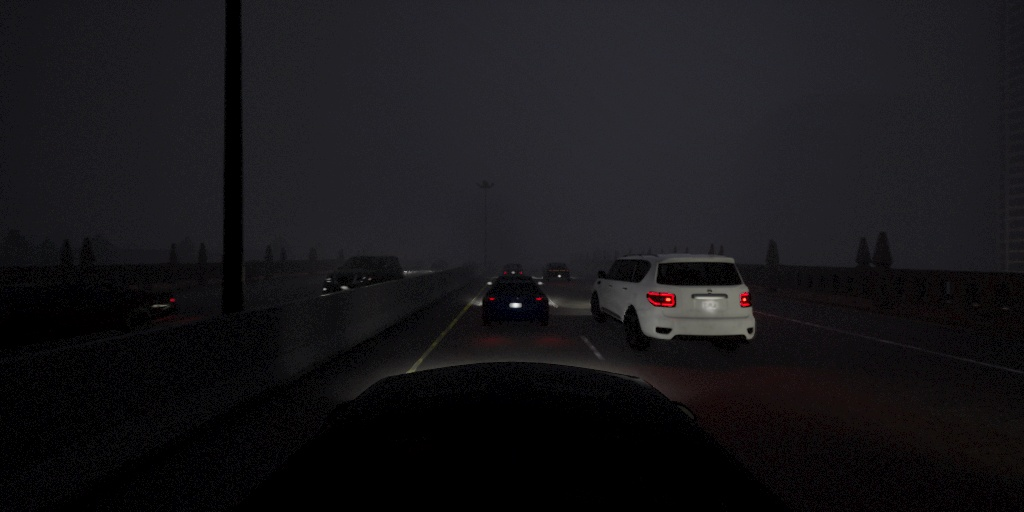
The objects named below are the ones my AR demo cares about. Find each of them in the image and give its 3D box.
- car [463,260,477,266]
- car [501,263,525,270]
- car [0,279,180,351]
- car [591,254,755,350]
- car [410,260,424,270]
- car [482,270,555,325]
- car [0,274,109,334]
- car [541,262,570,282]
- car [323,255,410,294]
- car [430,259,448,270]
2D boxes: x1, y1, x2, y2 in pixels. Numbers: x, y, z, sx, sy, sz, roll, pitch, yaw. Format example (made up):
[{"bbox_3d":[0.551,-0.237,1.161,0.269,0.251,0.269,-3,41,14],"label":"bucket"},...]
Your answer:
[{"bbox_3d":[-7.052,1.340,60.413,1.994,1.385,4.181,0,0,1],"label":"car"},{"bbox_3d":[0.093,1.309,29.668,2.033,1.411,5.357,0,0,0],"label":"car"},{"bbox_3d":[-10.602,1.300,8.009,2.033,1.411,5.357,0,0,0],"label":"car"},{"bbox_3d":[3.599,0.975,9.204,2.150,2.045,5.566,0,0,0],"label":"car"},{"bbox_3d":[-14.080,1.263,51.837,2.128,1.511,4.902,0,0,0],"label":"car"},{"bbox_3d":[0.098,1.318,11.804,1.994,1.385,4.181,0,0,0],"label":"car"},{"bbox_3d":[-14.103,1.301,8.974,2.033,1.411,5.357,0,0,0],"label":"car"},{"bbox_3d":[3.593,1.267,29.572,1.837,1.490,4.892,0,0,0],"label":"car"},{"bbox_3d":[-7.104,0.978,17.890,2.150,2.045,5.566,0,0,0],"label":"car"},{"bbox_3d":[-10.573,1.249,52.449,1.882,1.535,5.008,0,0,0],"label":"car"}]
